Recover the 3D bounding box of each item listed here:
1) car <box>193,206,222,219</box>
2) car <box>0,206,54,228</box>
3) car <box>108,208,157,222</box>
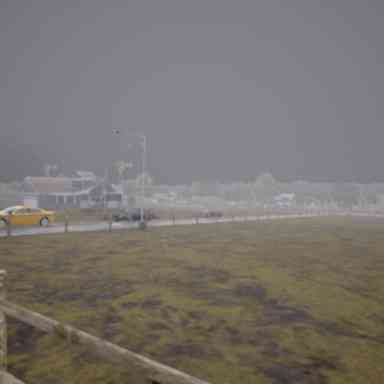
[{"bbox_3d":[2.098,2.644,44.417,2.097,1.767,4.553,1,-2,36],"label":"car"},{"bbox_3d":[-12.415,1.748,23.856,1.882,1.535,5.008,1,-2,34],"label":"car"},{"bbox_3d":[-5.788,2.277,33.311,2.033,1.411,5.357,1,-2,35],"label":"car"}]
